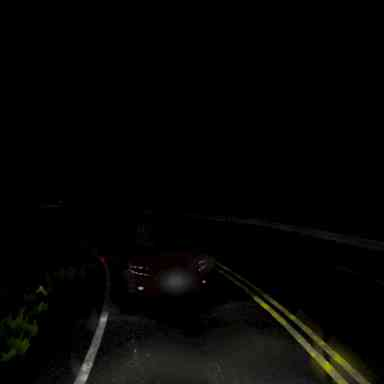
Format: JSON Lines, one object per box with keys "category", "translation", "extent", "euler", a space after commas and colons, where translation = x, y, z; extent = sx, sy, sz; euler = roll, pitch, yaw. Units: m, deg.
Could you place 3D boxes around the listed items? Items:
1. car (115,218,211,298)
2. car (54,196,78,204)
{"category": "car", "translation": [-1.005, 1.504, 8.936], "extent": [1.882, 1.535, 5.008], "euler": [-1, 0, -16]}
{"category": "car", "translation": [-21.903, 1.422, 57.851], "extent": [1.837, 1.490, 4.892], "euler": [2, 3, 19]}
